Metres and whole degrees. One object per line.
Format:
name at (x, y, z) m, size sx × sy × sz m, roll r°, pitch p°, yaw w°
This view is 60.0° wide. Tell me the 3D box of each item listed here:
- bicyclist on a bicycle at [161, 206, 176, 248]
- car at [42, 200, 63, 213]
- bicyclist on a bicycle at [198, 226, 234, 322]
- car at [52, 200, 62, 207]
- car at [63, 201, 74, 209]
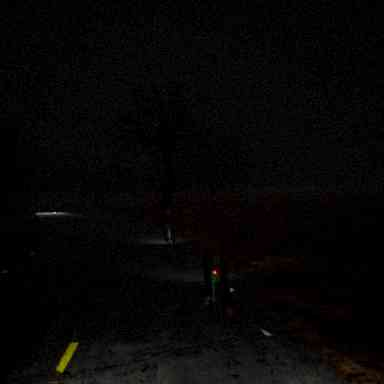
bicyclist on a bicycle at (-1.050, 1.481, 14.374) m, size 0.659 × 1.776 × 1.843 m, roll 0°, pitch 0°, yaw -10°
car at (-18.801, 2.016, 44.126) m, size 1.994 × 1.385 × 4.181 m, roll 0°, pitch -1°, yaw -27°
bicyclist on a bicycle at (0.407, 1.488, 6.371) m, size 0.582 × 1.620 × 1.656 m, roll 0°, pitch -1°, yaw -3°
car at (-28.026, 2.372, 69.139) m, size 1.895 × 1.301 × 4.718 m, roll 0°, pitch -1°, yaw -23°
car at (-20.544, 2.181, 54.380) m, size 1.895 × 1.301 × 4.718 m, roll 0°, pitch -1°, yaw -27°
